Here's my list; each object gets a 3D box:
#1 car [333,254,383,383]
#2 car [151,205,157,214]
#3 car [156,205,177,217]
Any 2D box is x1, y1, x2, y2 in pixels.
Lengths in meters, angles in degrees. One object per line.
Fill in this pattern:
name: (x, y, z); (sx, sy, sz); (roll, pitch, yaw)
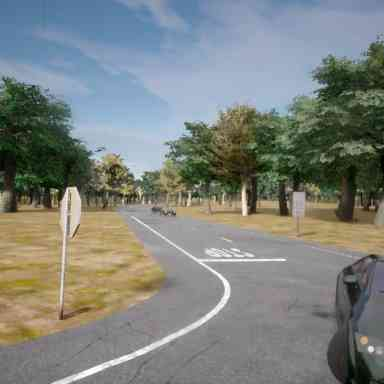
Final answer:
car: (3.144, 1.644, 4.681); (1.994, 1.385, 4.181); (1, -1, 22)
car: (-5.829, 2.964, 56.908); (1.882, 1.535, 5.008); (3, -2, -14)
car: (-3.551, 2.853, 48.067); (1.895, 1.301, 4.718); (3, -2, -14)
